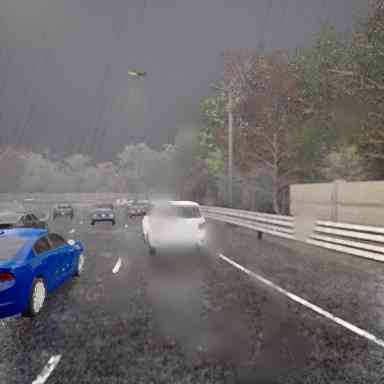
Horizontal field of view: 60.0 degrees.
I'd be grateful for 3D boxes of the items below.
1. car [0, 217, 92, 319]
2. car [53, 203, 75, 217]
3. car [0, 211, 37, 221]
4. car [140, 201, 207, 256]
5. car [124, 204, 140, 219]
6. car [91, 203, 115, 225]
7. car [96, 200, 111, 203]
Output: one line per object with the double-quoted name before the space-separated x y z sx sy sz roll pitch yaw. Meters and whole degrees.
"car" -3.914 1.577 7.614 1.882 1.535 5.008 0 -1 -4
"car" -13.459 1.940 34.974 2.128 1.511 4.902 0 -1 -19
"car" -8.541 1.717 16.301 1.837 1.490 4.892 0 -1 -9
"car" -0.896 1.402 14.217 2.150 2.045 5.566 0 0 -12
"car" -5.925 1.985 34.774 2.033 1.411 5.357 0 -1 -18
"car" -7.464 1.902 27.867 2.033 1.411 5.357 0 -1 -16
"car" -14.216 2.027 53.242 2.097 1.767 4.553 0 -1 -28
